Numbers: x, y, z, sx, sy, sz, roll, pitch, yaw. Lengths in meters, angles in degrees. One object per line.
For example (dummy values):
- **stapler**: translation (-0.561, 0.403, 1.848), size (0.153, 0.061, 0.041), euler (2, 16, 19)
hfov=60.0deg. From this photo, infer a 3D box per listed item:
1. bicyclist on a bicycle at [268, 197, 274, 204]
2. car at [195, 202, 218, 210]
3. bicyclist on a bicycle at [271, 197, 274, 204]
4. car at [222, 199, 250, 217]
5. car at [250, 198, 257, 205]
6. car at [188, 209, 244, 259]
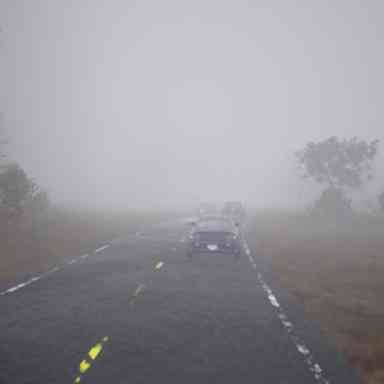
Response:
- **bicyclist on a bicycle**: translation (17.747, 2.102, 75.671), size (0.866, 1.612, 1.509), euler (0, -1, 17)
- **car**: translation (1.613, 1.787, 35.599), size (2.128, 1.511, 4.902), euler (0, -1, 15)
- **bicyclist on a bicycle**: translation (20.398, 2.197, 84.274), size (0.582, 1.620, 1.656), euler (0, -1, 17)
- **car**: translation (4.251, 1.625, 32.868), size (2.097, 1.767, 4.553), euler (0, -1, 13)
- **car**: translation (13.399, 2.170, 74.534), size (1.812, 1.442, 4.674), euler (0, -1, 17)
- **car**: translation (0.901, 1.630, 13.056), size (1.812, 1.442, 4.674), euler (0, 0, 6)
